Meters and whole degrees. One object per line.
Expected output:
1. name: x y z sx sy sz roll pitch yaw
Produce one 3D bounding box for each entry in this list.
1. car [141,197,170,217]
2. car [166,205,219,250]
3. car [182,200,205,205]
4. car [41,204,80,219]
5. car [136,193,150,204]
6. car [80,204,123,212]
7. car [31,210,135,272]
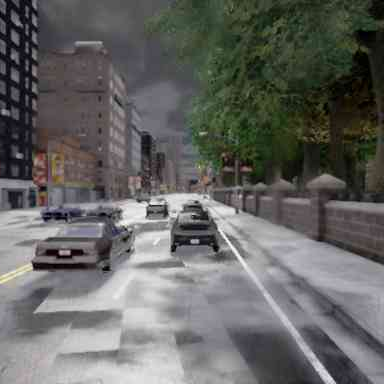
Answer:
1. car: -3.142 1.494 31.167 2.128 1.511 4.902 0 0 0
2. car: 0.103 1.502 14.208 1.837 1.490 4.892 0 0 0
3. car: 0.107 1.507 31.208 1.837 1.490 4.892 0 0 0
4. car: -9.842 1.601 25.771 1.895 1.301 4.718 0 0 0
5. car: -9.735 1.232 66.807 2.150 2.045 5.566 0 0 0
6. car: -6.593 1.601 25.368 1.895 1.301 4.718 0 0 0
7. car: -3.148 1.545 10.735 2.033 1.411 5.357 0 0 0
